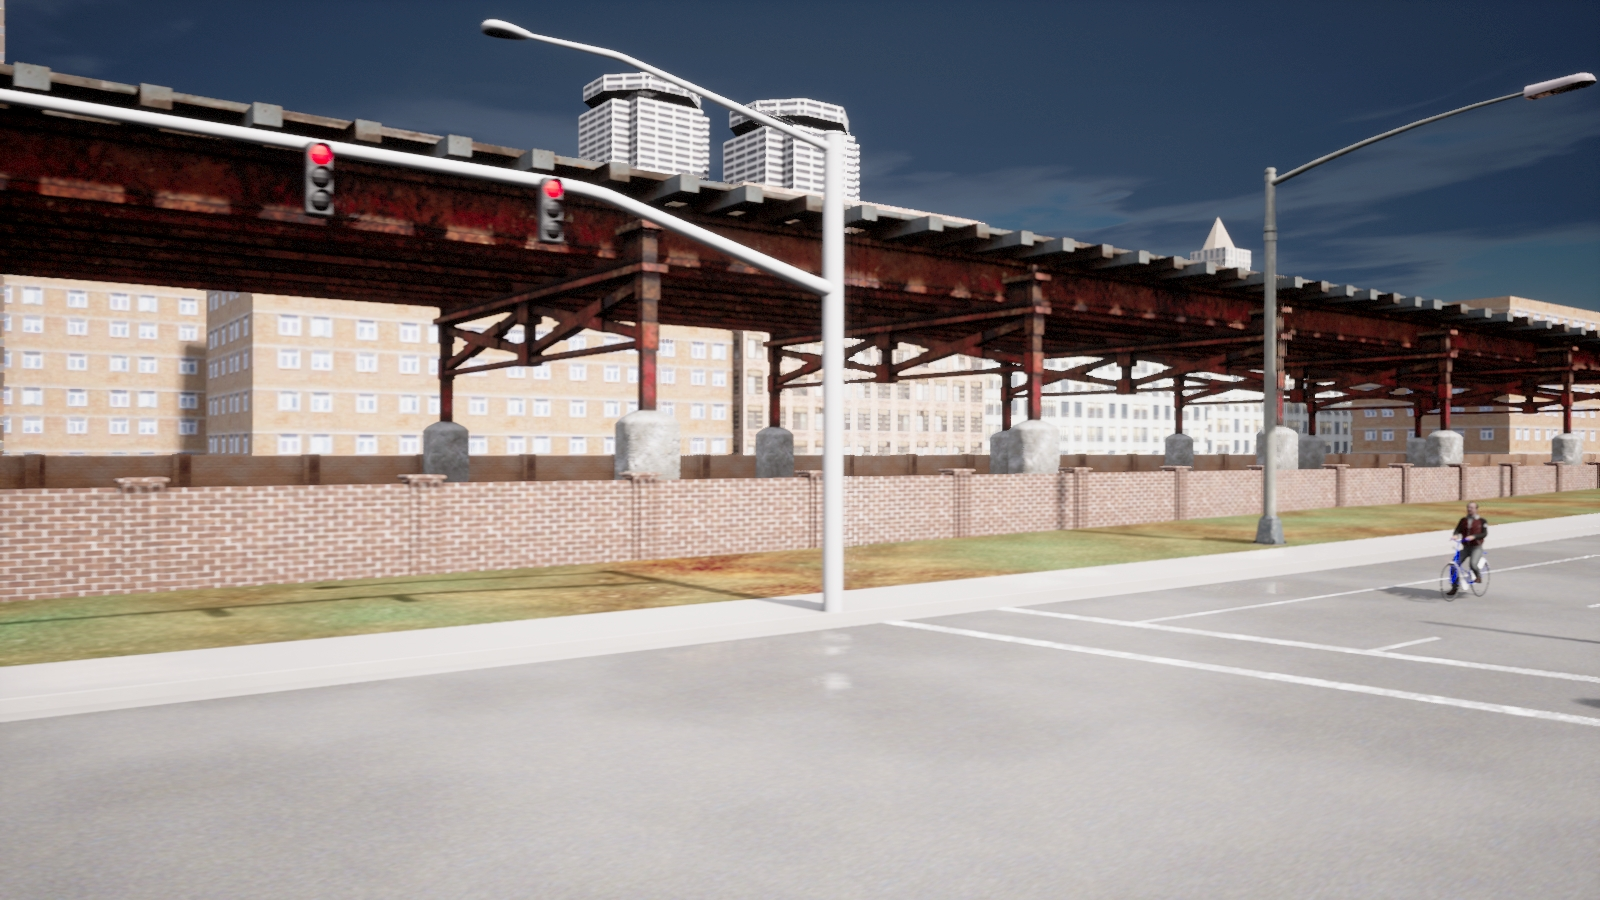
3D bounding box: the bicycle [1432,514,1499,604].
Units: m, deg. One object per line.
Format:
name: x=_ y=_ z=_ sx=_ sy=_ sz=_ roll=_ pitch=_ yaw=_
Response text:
bicycle: x=12.136 y=1.962 z=20.813 sx=1.835 sy=1.496 sz=0.329 roll=0 pitch=0 yaw=-35
